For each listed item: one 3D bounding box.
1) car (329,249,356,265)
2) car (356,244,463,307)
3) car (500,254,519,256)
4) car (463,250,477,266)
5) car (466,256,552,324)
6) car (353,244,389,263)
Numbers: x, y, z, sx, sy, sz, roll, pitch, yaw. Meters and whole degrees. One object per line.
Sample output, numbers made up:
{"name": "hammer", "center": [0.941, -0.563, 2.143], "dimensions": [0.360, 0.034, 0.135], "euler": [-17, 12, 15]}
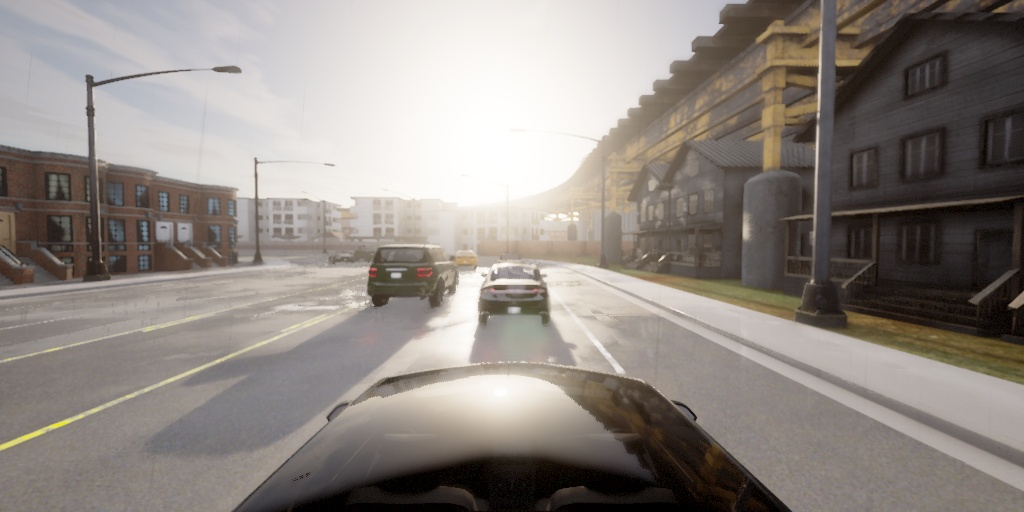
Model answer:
{"name": "car", "center": [-17.678, 0.119, 37.271], "dimensions": [1.994, 1.385, 4.181], "euler": [-1, 2, -34]}
{"name": "car", "center": [-3.419, 0.580, 13.302], "dimensions": [2.150, 2.045, 5.566], "euler": [0, 2, 0]}
{"name": "car", "center": [-0.213, 0.473, 27.836], "dimensions": [1.895, 1.301, 4.718], "euler": [0, 2, -3]}
{"name": "car", "center": [-4.034, 0.242, 31.017], "dimensions": [1.882, 1.535, 5.008], "euler": [0, 2, -7]}
{"name": "car", "center": [0.066, 0.943, 10.570], "dimensions": [2.128, 1.511, 4.902], "euler": [0, 2, 0]}
{"name": "car", "center": [-16.713, -0.393, 42.253], "dimensions": [2.150, 2.045, 5.566], "euler": [-1, 2, -42]}
